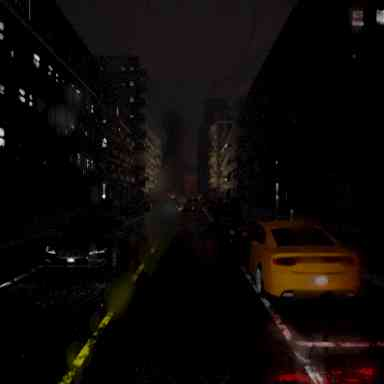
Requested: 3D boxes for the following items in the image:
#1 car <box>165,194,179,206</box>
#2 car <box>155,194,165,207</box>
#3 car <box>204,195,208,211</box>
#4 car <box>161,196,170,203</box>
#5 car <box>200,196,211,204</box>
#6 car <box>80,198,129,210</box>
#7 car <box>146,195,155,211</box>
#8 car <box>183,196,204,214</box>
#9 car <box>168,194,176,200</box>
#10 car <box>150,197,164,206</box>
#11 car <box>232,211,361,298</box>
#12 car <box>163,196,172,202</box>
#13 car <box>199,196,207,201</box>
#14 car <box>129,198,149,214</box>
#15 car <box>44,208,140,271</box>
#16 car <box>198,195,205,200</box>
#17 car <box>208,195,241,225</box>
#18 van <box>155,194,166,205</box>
[{"bbox_3d":[-3.093,1.479,52.913,2.128,1.511,4.902,0,0,0],"label":"car"},{"bbox_3d":[-5.690,1.301,49.354,2.192,1.841,5.009,0,0,0],"label":"car"},{"bbox_3d":[2.691,1.422,37.973,1.967,1.590,4.097,0,0,0],"label":"car"},{"bbox_3d":[-5.695,1.538,71.943,1.752,1.417,4.829,0,0,0],"label":"car"},{"bbox_3d":[2.686,1.548,66.423,1.887,1.381,4.507,0,0,0],"label":"car"},{"bbox_3d":[-5.686,1.298,20.903,2.192,1.841,5.009,0,0,0],"label":"car"},{"bbox_3d":[-5.689,1.422,37.975,1.967,1.590,4.097,0,0,0],"label":"car"},{"bbox_3d":[0.068,1.460,35.908,1.882,1.535,5.008,0,0,0],"label":"car"},{"bbox_3d":[-5.698,1.374,94.874,2.192,1.841,5.009,0,0,0],"label":"car"},{"bbox_3d":[-5.693,1.515,54.875,1.752,1.417,4.829,0,0,0],"label":"car"},{"bbox_3d":[2.360,1.468,8.543,1.882,1.535,5.008,0,0,0],"label":"car"},{"bbox_3d":[-5.696,1.605,77.805,1.802,1.307,4.206,0,0,0],"label":"car"},{"bbox_3d":[2.683,1.617,83.493,1.802,1.307,4.206,0,0,0],"label":"car"},{"bbox_3d":[-5.689,1.533,32.284,2.008,1.369,4.403,0,0,0],"label":"car"},{"bbox_3d":[-3.101,1.493,10.948,1.837,1.490,4.892,0,0,0],"label":"car"},{"bbox_3d":[2.682,1.641,94.874,1.802,1.307,4.206,0,0,0],"label":"car"},{"bbox_3d":[2.693,1.297,26.592,2.192,1.841,5.009,0,0,0],"label":"car"},{"bbox_3d":[-5.692,1.337,60.732,1.690,1.788,3.998,0,0,0],"label":"van"}]
